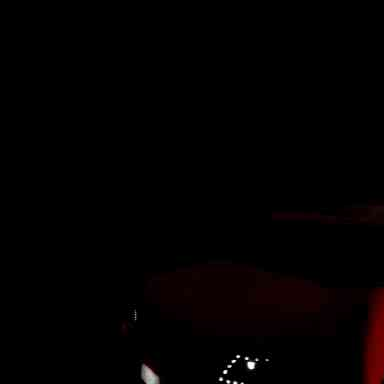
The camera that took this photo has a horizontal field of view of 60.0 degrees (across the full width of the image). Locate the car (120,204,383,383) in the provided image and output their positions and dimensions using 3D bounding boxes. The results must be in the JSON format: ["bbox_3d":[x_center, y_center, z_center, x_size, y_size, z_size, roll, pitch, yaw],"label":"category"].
[{"bbox_3d":[1.895,1.225,4.423,5.566,2.045,2.150,0,0,-36],"label":"car"}]
